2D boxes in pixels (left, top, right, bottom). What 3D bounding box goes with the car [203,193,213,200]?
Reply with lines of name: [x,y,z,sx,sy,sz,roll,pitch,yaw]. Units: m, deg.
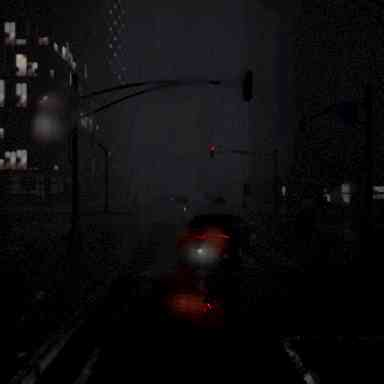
car: [3.684,0.953,75.820,1.967,1.590,4.097,0,0,0]

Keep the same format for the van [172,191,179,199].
van: [-4.255,0.773,86.832,1.690,1.788,3.998,0,0,0]

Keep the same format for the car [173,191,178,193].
car: [-4.166,1.120,70.252,1.947,1.339,4.313,0,0,0]

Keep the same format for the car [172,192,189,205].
car: [-1.578,1.170,52.757,2.128,1.511,4.902,0,0,0]

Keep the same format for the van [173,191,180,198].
van: [-4.284,0.732,92.360,1.690,1.788,3.998,0,0,0]

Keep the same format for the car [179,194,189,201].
car: [-1.594,1.164,68.461,1.895,1.301,4.718,0,0,0]

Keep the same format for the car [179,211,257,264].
car: [1.011,1.438,11.620,1.837,1.490,4.892,-1,0,17]

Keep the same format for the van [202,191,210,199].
van: [3.625,0.772,86.874,1.690,1.788,3.998,0,0,0]

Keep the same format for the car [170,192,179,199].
car: [-4.225,0.913,81.306,1.967,1.590,4.097,0,0,0]

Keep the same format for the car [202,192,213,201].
car: [3.714,0.869,70.291,2.192,1.841,5.009,0,0,0]

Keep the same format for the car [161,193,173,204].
car: [-4.078,1.253,53.669,1.802,1.307,4.206,0,0,0]

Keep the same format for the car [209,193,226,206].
car: [3.881,1.274,48.185,1.947,1.339,4.313,0,0,0]
